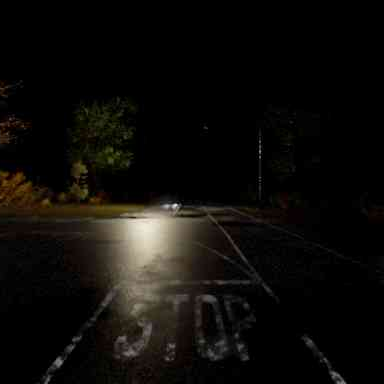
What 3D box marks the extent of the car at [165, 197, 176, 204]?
[{"bbox_3d":[-3.792,1.539,59.724,1.895,1.301,4.718,0,0,-1],"label":"car"}]
